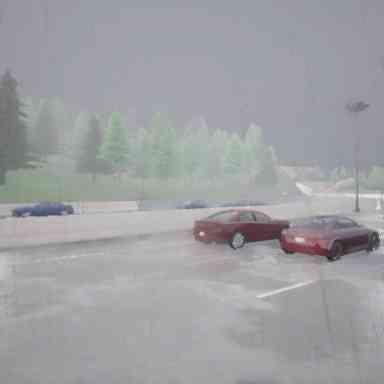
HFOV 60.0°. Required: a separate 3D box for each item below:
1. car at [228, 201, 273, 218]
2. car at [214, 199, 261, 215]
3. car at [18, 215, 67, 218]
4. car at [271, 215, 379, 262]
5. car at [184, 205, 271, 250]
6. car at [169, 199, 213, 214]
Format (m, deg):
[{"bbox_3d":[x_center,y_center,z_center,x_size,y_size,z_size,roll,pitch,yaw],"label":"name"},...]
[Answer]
[{"bbox_3d":[5.526,1.559,31.256,4.181,1.385,1.994,0,0,-43],"label":"car"},{"bbox_3d":[4.887,1.546,35.404,5.357,1.411,2.033,0,0,-43],"label":"car"},{"bbox_3d":[-13.053,1.538,29.290,5.008,1.535,1.882,0,0,-37],"label":"car"},{"bbox_3d":[5.147,1.552,12.257,4.181,1.385,1.994,0,0,-39],"label":"car"},{"bbox_3d":[2.333,1.476,14.463,5.008,1.535,1.882,0,0,-38],"label":"car"},{"bbox_3d":[-0.015,1.542,35.667,4.674,1.442,1.812,0,0,-42],"label":"car"}]
